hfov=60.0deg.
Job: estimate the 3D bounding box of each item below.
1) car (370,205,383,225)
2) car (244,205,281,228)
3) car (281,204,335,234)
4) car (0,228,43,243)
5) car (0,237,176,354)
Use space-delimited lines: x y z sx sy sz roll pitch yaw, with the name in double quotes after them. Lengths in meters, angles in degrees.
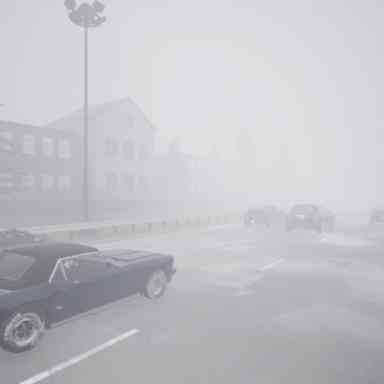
14.781 1.722 25.421 1.812 1.442 4.674 0 -1 34 "car"
5.385 1.693 24.016 1.837 1.490 4.892 0 -1 34 "car"
7.528 1.515 20.940 2.097 1.767 4.553 0 -1 34 "car"
-4.927 1.635 8.792 1.994 1.385 4.181 0 -1 34 "car"
-2.347 1.652 6.360 1.895 1.301 4.718 0 -1 34 "car"
